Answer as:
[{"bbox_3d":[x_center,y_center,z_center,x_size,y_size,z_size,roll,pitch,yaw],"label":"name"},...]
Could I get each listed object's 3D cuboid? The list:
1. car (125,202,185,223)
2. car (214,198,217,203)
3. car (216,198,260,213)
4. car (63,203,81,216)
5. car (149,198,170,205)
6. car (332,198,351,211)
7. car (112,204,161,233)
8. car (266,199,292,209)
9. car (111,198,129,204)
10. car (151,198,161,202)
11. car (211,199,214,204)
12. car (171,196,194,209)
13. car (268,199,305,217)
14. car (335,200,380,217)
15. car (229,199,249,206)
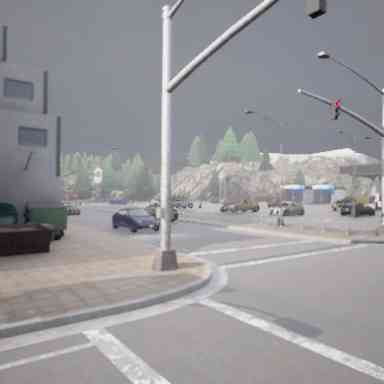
[{"bbox_3d":[-3.243,1.866,28.325,2.128,1.511,4.902,1,-1,-45],"label":"car"},{"bbox_3d":[8.590,2.151,79.661,5.027,1.636,2.152,1,0,-36],"label":"car"},{"bbox_3d":[5.787,1.669,39.301,5.027,1.636,2.152,1,0,-36],"label":"car"},{"bbox_3d":[-13.352,1.859,35.515,1.994,1.385,4.181,1,0,-36],"label":"car"},{"bbox_3d":[-6.660,1.988,68.898,3.806,1.475,1.970,1,0,-36],"label":"car"},{"bbox_3d":[21.740,1.814,46.885,4.605,1.855,1.932,1,0,-36],"label":"car"},{"bbox_3d":[-3.832,1.819,22.260,1.812,1.442,4.674,1,0,-36],"label":"car"},{"bbox_3d":[15.054,2.025,57.419,4.514,1.523,2.007,1,0,-36],"label":"car"},{"bbox_3d":[-14.426,1.892,66.993,3.633,1.501,1.845,1,0,-36],"label":"car"},{"bbox_3d":[-3.701,1.611,51.817,4.605,1.855,1.932,1,0,-36],"label":"car"},{"bbox_3d":[6.718,2.160,82.178,4.514,1.523,2.007,1,0,-36],"label":"car"},{"bbox_3d":[-1.672,1.595,49.696,3.866,1.878,1.905,1,0,-36],"label":"car"},{"bbox_3d":[9.791,1.751,34.275,3.806,1.475,1.970,1,0,-36],"label":"car"},{"bbox_3d":[17.652,1.898,35.408,4.514,1.523,2.007,1,0,-36],"label":"car"},{"bbox_3d":[9.262,2.049,65.563,3.633,1.501,1.845,1,0,-36],"label":"car"}]
